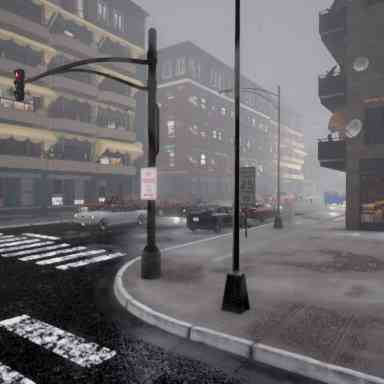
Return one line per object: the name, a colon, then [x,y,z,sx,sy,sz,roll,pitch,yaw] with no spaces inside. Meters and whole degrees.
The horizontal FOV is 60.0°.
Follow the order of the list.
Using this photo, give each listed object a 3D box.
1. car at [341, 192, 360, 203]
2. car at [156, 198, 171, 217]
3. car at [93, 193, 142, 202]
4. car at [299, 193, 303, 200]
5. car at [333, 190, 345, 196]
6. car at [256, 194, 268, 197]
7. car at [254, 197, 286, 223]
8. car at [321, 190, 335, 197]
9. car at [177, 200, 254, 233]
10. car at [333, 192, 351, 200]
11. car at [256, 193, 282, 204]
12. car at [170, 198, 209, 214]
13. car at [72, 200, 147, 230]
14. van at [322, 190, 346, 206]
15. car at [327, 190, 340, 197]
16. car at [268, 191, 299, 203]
car: [23.831,0.764,49.863,1.887,1.381,4.507,2,2,35]
car: [-2.233,1.181,27.383,1.887,1.381,4.507,2,2,35]
car: [-5.436,1.031,22.821,2.192,1.841,5.009,2,2,35]
car: [17.000,0.720,54.718,1.947,1.339,4.313,2,2,35]
car: [36.233,0.257,82.053,1.802,1.307,4.206,2,2,35]
car: [5.782,1.013,34.279,1.837,1.490,4.892,1,1,35]
car: [4.598,1.283,22.529,1.802,1.307,4.206,2,2,35]
car: [29.822,0.379,72.941,1.887,1.381,4.507,2,2,35]
car: [1.392,1.348,17.974,1.947,1.339,4.313,2,2,35]
car: [25.871,0.696,57.282,1.895,1.301,4.718,1,1,35]
car: [10.589,0.881,45.606,1.947,1.339,4.313,2,2,35]
car: [0.529,1.203,26.843,1.994,1.385,4.181,1,1,34]
car: [-4.565,1.368,19.578,1.895,1.301,4.718,1,1,35]
van: [17.422,0.721,40.748,1.690,1.788,3.998,2,2,35]
car: [33.027,0.337,77.497,1.802,1.307,4.206,2,2,35]
car: [11.488,0.718,42.339,2.097,1.767,4.553,1,1,36]
